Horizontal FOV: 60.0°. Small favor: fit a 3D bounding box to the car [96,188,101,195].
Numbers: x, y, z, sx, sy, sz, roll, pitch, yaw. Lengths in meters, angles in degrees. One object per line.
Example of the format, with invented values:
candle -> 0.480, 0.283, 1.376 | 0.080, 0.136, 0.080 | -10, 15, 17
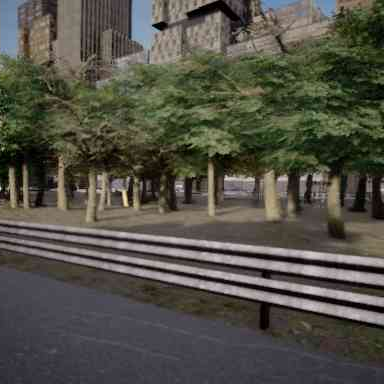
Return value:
car -> -21.590, -0.164, 74.454 | 5.366, 1.575, 1.801 | 1, 1, 8
